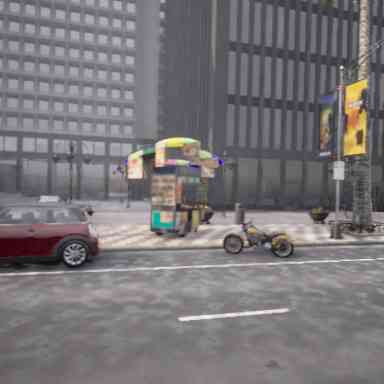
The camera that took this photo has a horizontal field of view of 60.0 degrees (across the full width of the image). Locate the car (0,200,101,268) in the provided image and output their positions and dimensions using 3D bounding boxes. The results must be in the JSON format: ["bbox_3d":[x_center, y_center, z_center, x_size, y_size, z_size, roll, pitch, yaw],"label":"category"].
[{"bbox_3d":[-4.893,1.069,9.301,4.553,1.767,2.185,1,1,-16],"label":"car"}]
